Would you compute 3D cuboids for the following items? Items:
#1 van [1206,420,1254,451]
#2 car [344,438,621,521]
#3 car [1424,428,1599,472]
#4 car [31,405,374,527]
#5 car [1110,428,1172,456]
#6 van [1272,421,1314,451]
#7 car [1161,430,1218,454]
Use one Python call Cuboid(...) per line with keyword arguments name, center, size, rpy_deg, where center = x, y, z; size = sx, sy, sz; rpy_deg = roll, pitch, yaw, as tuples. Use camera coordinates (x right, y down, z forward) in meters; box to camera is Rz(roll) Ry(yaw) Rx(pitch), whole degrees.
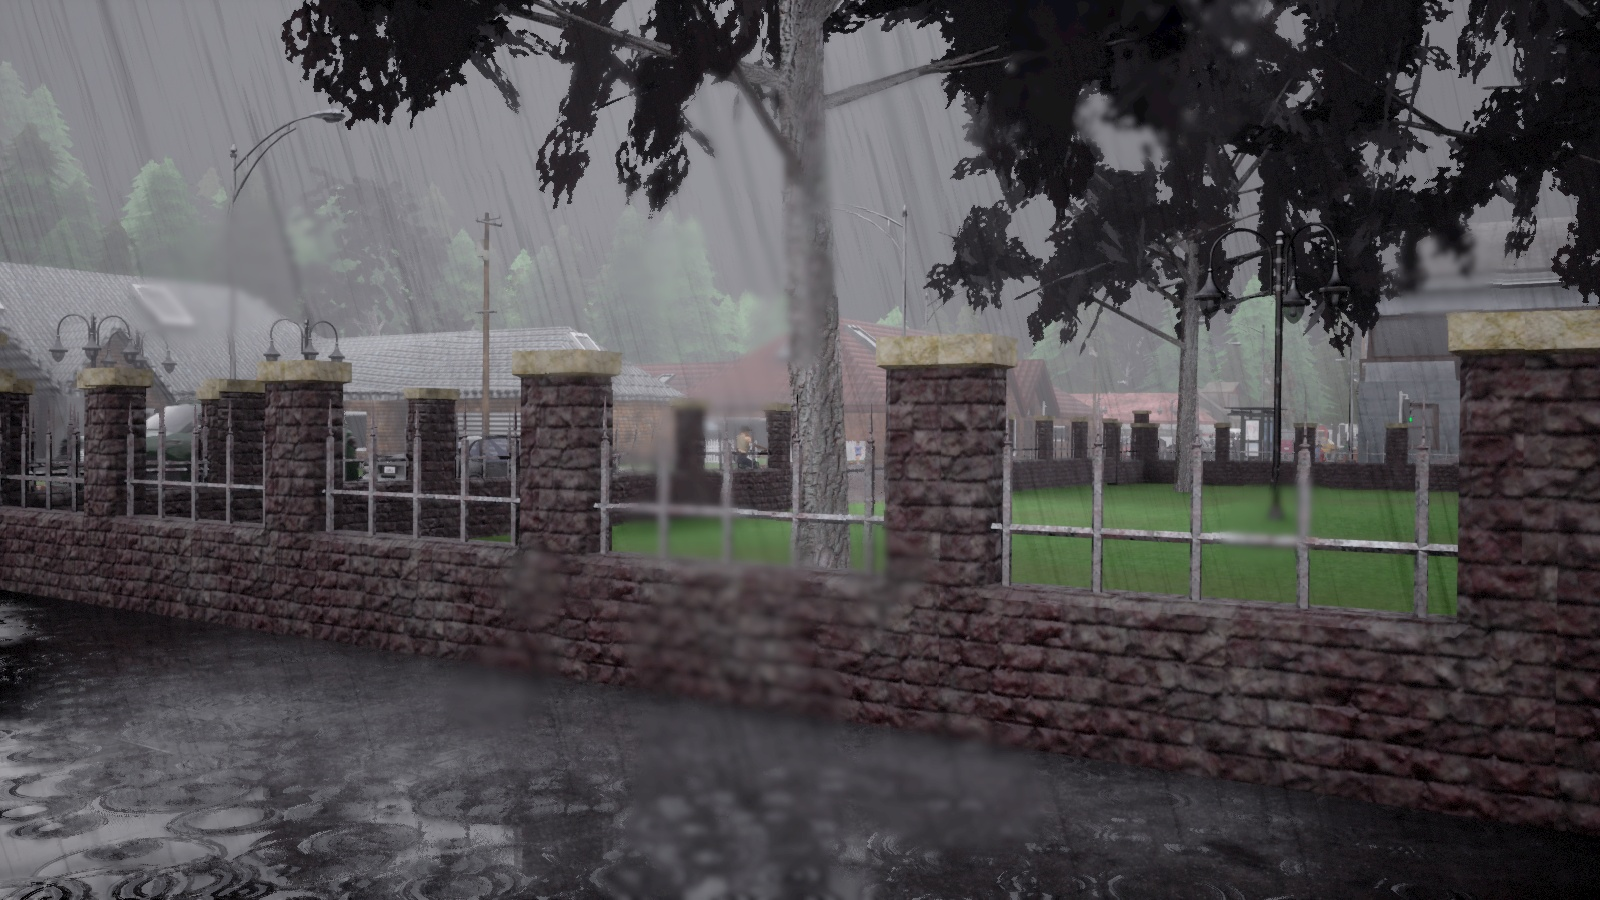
Cuboid(name="van", center=(29.658, -0.996, 86.589), size=(2.069, 2.038, 4.480), rpy_deg=(0, 1, 33))
Cuboid(name="car", center=(-6.040, 0.496, 24.689), size=(2.033, 1.411, 5.357), rpy_deg=(0, 1, 32))
Cuboid(name="car", center=(24.212, -0.021, 42.501), size=(5.357, 1.411, 2.033), rpy_deg=(0, 1, 33))
Cuboid(name="car", center=(-11.212, 0.224, 24.052), size=(2.150, 2.045, 5.566), rpy_deg=(0, 1, 35))
Cuboid(name="car", center=(19.229, -0.460, 70.638), size=(2.007, 1.525, 4.514), rpy_deg=(0, 1, 34))
Cuboid(name="van", center=(33.345, -0.977, 84.916), size=(1.775, 1.987, 4.442), rpy_deg=(0, 1, 33))
Cuboid(name="car", center=(24.409, -0.515, 78.576), size=(2.033, 1.411, 5.357), rpy_deg=(0, 1, 33))
